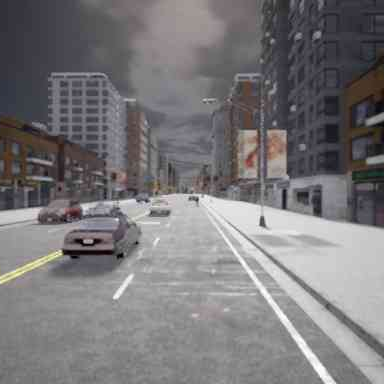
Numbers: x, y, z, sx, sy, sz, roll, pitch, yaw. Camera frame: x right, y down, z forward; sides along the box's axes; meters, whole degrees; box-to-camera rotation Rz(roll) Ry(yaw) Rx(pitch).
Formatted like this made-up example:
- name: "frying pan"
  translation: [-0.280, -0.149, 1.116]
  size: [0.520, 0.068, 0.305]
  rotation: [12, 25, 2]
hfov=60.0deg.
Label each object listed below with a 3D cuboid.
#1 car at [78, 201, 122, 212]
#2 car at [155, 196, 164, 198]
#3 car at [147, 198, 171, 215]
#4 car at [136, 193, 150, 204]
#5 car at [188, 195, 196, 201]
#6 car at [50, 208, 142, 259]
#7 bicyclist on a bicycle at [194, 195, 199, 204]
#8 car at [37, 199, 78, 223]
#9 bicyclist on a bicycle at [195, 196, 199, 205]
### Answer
- name: "car"
  translation: [-6.588, 1.491, 25.247]
  size: [2.128, 1.511, 4.902]
  rotation: [0, 0, 0]
- name: "car"
  translation: [-6.492, 1.484, 66.542]
  size: [1.882, 1.535, 5.008]
  rotation: [0, 0, 0]
- name: "car"
  translation: [-3.143, 1.599, 34.084]
  size: [1.895, 1.301, 4.718]
  rotation: [0, 0, 0]
- name: "car"
  translation: [-9.742, 1.243, 66.499]
  size: [2.150, 2.045, 5.566]
  rotation: [0, 0, 0]
- name: "car"
  translation: [0.013, 1.514, 83.274]
  size: [1.812, 1.442, 4.674]
  rotation: [0, 0, 0]
- name: "car"
  translation: [-3.150, 1.547, 12.596]
  size: [2.033, 1.411, 5.357]
  rotation: [0, 0, 0]
- name: "bicyclist on a bicycle"
  translation: [0.902, 1.435, 61.672]
  size: [0.866, 1.612, 1.509]
  rotation: [0, 0, 0]
- name: "car"
  translation: [-9.837, 1.351, 25.201]
  size: [2.097, 1.767, 4.553]
  rotation: [0, 0, 0]
- name: "bicyclist on a bicycle"
  translation: [0.902, 1.451, 52.061]
  size: [0.582, 1.620, 1.656]
  rotation: [0, 0, 0]
